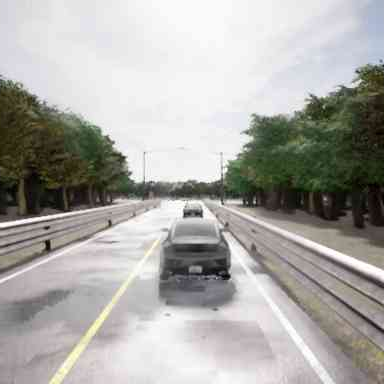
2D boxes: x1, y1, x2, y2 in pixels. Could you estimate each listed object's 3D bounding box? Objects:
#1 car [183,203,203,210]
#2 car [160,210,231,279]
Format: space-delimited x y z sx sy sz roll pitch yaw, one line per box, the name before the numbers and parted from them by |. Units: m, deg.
car | 0.104 1.743 32.355 1.895 1.301 4.718 0 0 0
car | 0.091 1.549 10.187 1.837 1.490 4.892 0 0 0
